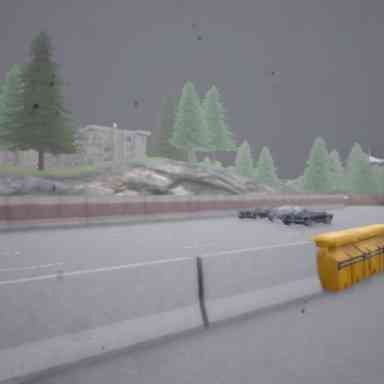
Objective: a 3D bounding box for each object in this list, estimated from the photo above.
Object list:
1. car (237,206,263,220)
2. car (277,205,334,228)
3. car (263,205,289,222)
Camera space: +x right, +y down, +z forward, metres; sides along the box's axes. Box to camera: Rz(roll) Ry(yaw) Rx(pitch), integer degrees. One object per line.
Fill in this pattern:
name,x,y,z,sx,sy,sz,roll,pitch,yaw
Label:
car,6.493,2.065,32.396,4.718,1.301,1.895,0,-1,-44
car,8.698,1.875,24.886,4.718,1.301,1.895,0,-1,-43
car,8.659,1.867,29.632,4.674,1.442,1.812,1,-1,-44
